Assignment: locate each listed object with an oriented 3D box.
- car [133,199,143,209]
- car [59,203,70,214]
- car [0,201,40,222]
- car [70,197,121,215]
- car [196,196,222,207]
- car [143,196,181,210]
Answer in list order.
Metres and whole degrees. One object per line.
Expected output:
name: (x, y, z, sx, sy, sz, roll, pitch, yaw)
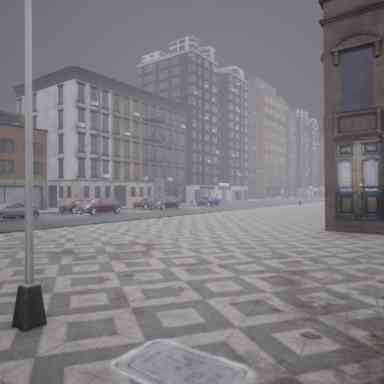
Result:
car: (-5.662, 1.450, 44.057, 1.882, 1.535, 5.008, -1, 0, 36)
car: (-11.718, 1.472, 35.535, 1.882, 1.535, 5.008, -1, 0, 35)
car: (-14.325, 1.550, 26.246, 1.994, 1.385, 4.181, -1, 0, 35)
car: (-9.337, 1.321, 33.279, 2.097, 1.767, 4.553, -1, 0, 35)
car: (2.577, 1.404, 49.987, 1.882, 1.535, 5.008, -1, 0, 36)
car: (-3.425, 1.300, 41.598, 2.097, 1.767, 4.553, -1, 0, 35)
